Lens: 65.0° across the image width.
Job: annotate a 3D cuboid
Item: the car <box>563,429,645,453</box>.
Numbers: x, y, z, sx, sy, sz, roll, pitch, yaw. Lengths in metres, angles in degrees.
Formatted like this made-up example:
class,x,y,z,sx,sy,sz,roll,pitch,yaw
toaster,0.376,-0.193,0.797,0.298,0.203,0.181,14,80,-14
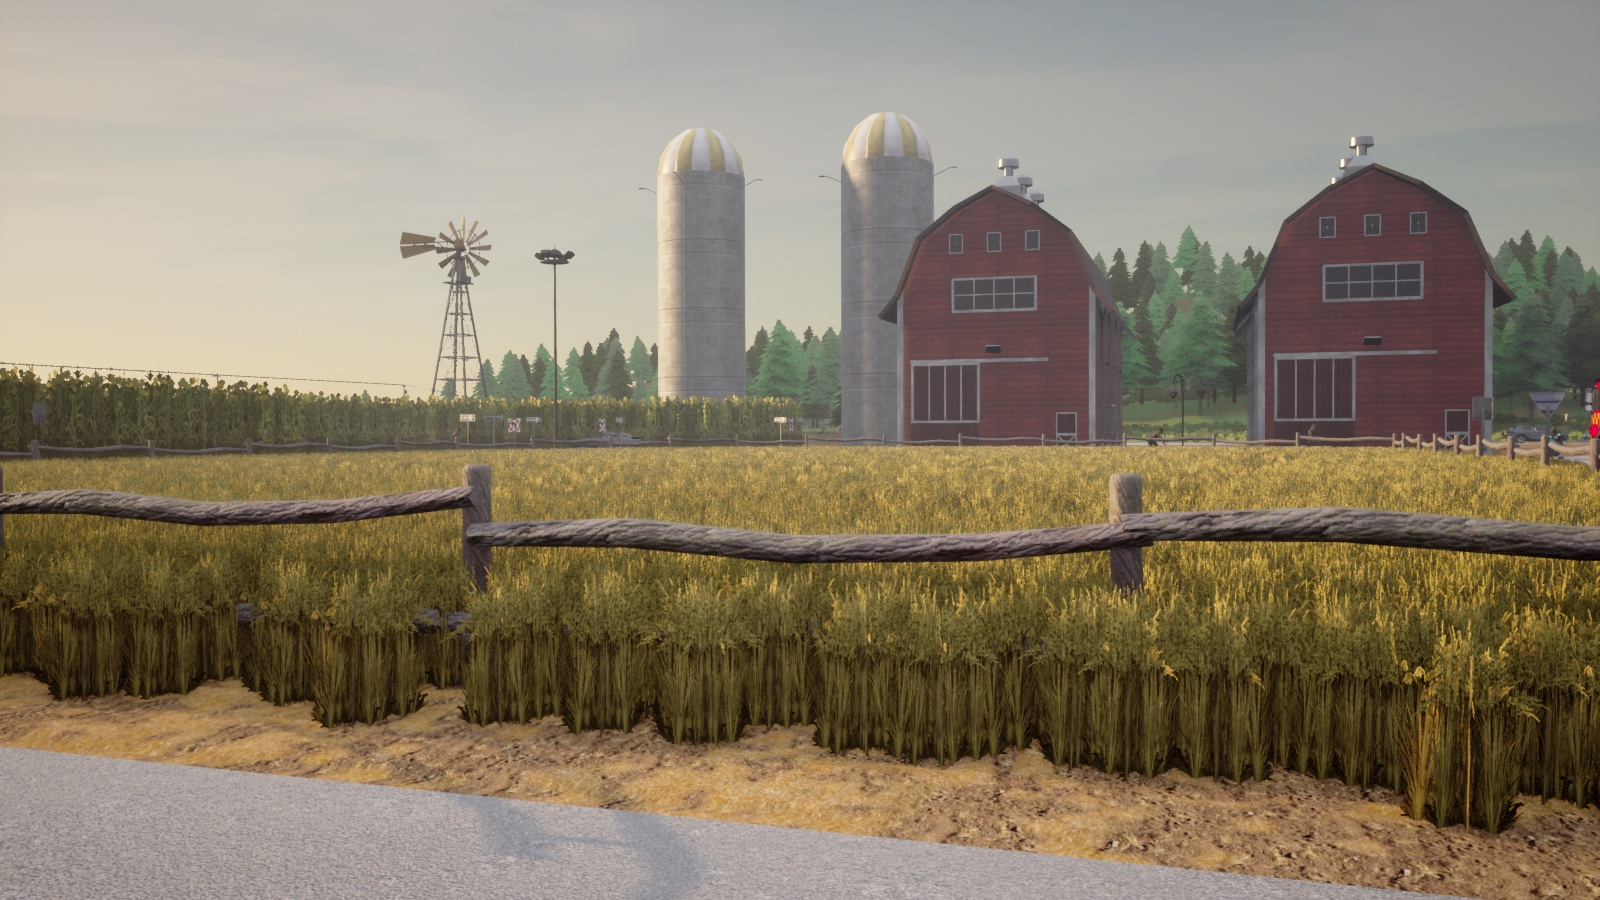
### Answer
class,x,y,z,sx,sy,sz,roll,pitch,yaw
car,-12.817,-0.581,82.156,4.902,1.511,2.128,0,1,16

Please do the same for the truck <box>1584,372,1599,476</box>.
class,x,y,z,sx,sy,sz,roll,pitch,yaw
truck,30.184,-0.925,43.766,2.891,3.827,8.468,1,1,19
